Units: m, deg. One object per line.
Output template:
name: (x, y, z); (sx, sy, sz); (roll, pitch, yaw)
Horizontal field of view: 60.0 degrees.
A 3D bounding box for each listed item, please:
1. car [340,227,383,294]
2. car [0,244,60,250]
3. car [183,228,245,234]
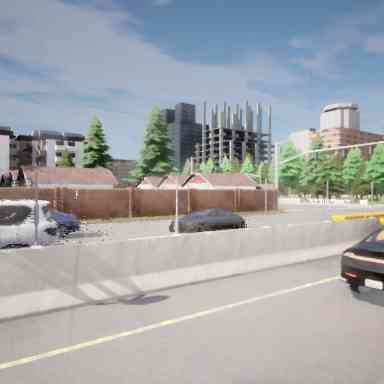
car: (5.317, 1.489, 7.530); (4.902, 1.511, 2.128); (0, 0, -36)
car: (-6.213, 1.221, 8.159); (5.566, 2.045, 2.150); (0, 0, -35)
car: (0.833, 1.563, 17.468); (4.181, 1.385, 1.994); (0, 0, -35)
